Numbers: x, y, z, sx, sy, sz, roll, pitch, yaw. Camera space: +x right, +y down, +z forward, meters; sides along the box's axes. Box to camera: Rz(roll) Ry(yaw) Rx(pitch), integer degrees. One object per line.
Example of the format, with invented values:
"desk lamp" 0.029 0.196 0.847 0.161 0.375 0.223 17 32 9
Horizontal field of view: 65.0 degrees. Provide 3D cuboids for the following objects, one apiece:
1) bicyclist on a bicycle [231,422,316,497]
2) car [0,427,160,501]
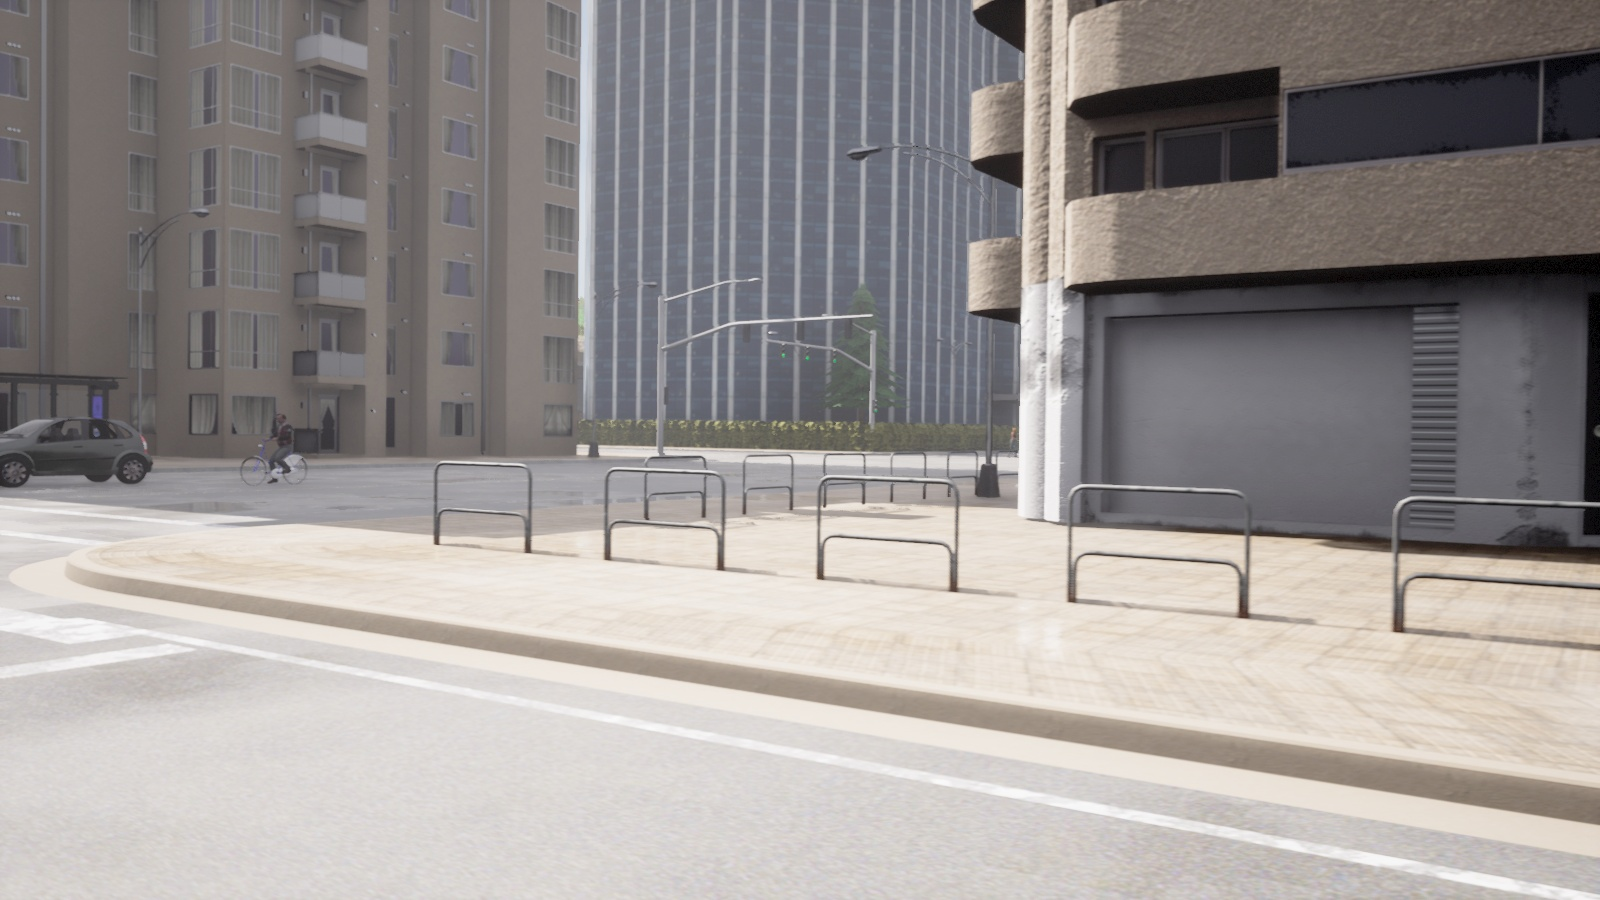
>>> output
"bicyclist on a bicycle" -12.778 0.217 30.546 0.659 1.776 1.843 0 1 32
"car" -17.540 0.284 29.575 1.851 1.617 3.988 0 1 33
